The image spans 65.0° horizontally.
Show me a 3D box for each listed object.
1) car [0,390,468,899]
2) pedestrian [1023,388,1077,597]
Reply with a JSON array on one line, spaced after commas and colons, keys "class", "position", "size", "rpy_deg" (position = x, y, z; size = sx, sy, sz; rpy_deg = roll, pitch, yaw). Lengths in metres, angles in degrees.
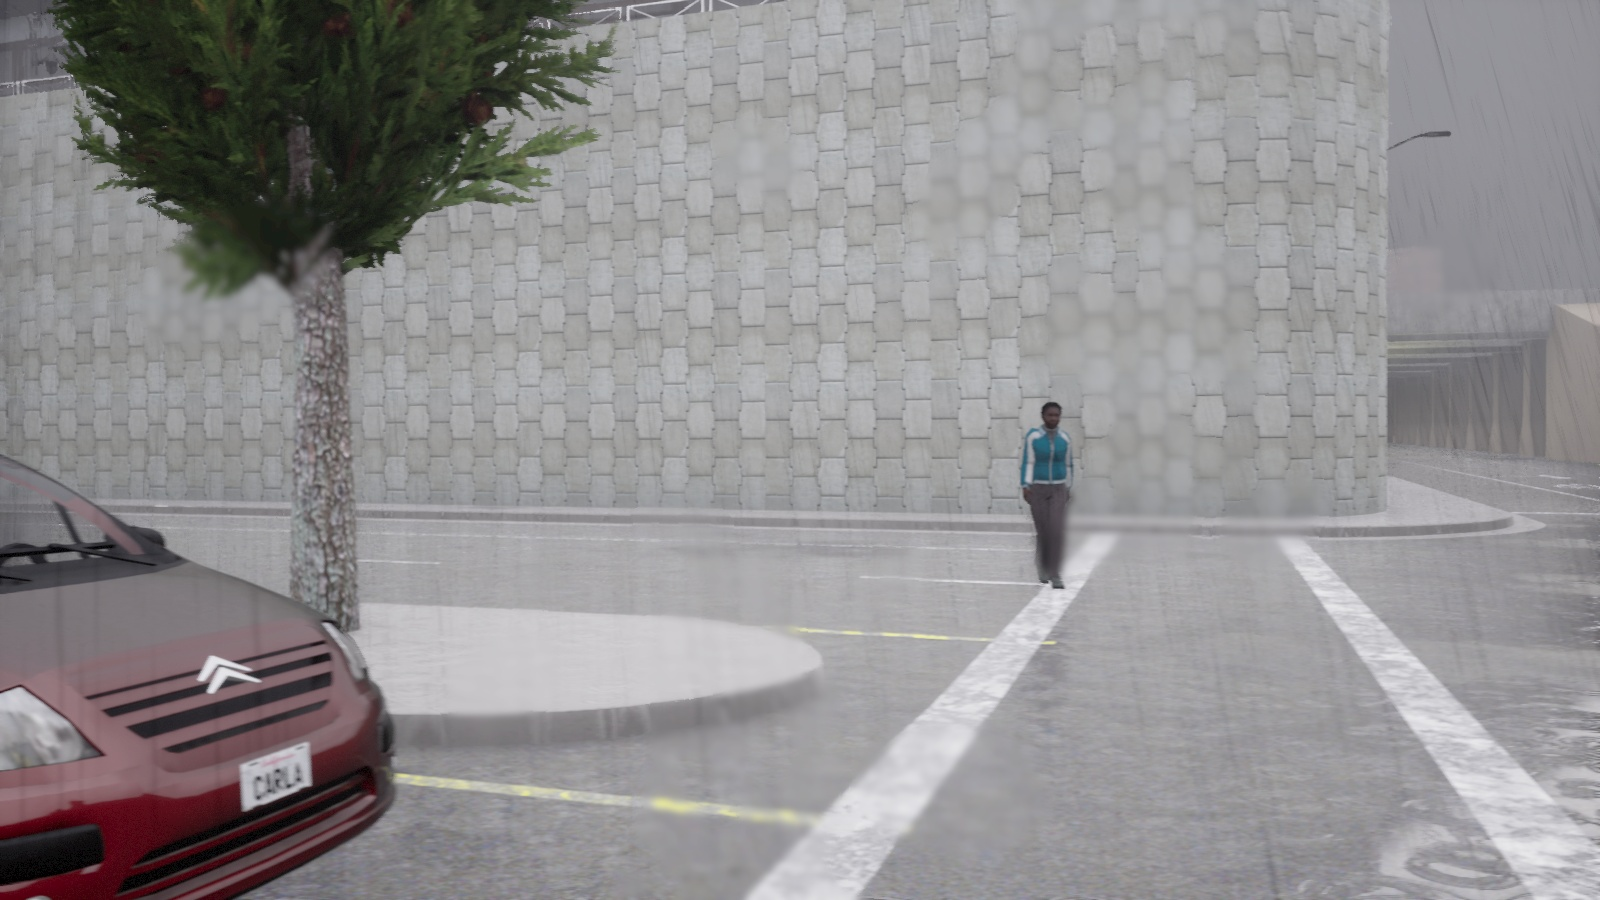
[{"class": "car", "position": [-3.395, 0.644, 4.334], "size": [3.988, 1.617, 1.851], "rpy_deg": [1, 1, 19]}, {"class": "pedestrian", "position": [2.380, 0.389, 11.991], "size": [0.396, 1.930, 0.692], "rpy_deg": [0, 1, 3]}]
